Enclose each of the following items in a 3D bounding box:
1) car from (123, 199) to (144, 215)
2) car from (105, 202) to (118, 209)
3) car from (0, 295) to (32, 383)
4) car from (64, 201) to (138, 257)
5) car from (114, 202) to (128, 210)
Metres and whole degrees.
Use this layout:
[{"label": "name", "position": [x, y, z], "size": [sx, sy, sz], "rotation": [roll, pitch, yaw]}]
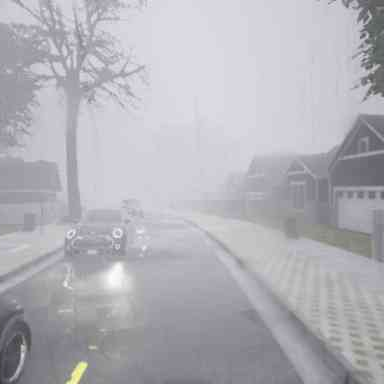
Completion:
[{"label": "car", "position": [-5.096, 1.278, 27.735], "size": [2.097, 1.767, 4.553], "rotation": [0, -1, -9]}, {"label": "car", "position": [-19.540, 3.294, 80.314], "size": [2.097, 1.767, 4.553], "rotation": [0, -2, -27]}, {"label": "car", "position": [-2.968, 1.584, 2.470], "size": [1.994, 1.385, 4.181], "rotation": [0, 0, -1]}, {"label": "car", "position": [-3.509, 1.431, 13.307], "size": [2.097, 1.767, 4.553], "rotation": [0, 0, -5]}, {"label": "car", "position": [-15.196, 3.011, 71.168], "size": [1.882, 1.535, 5.008], "rotation": [0, -2, -24]}]
